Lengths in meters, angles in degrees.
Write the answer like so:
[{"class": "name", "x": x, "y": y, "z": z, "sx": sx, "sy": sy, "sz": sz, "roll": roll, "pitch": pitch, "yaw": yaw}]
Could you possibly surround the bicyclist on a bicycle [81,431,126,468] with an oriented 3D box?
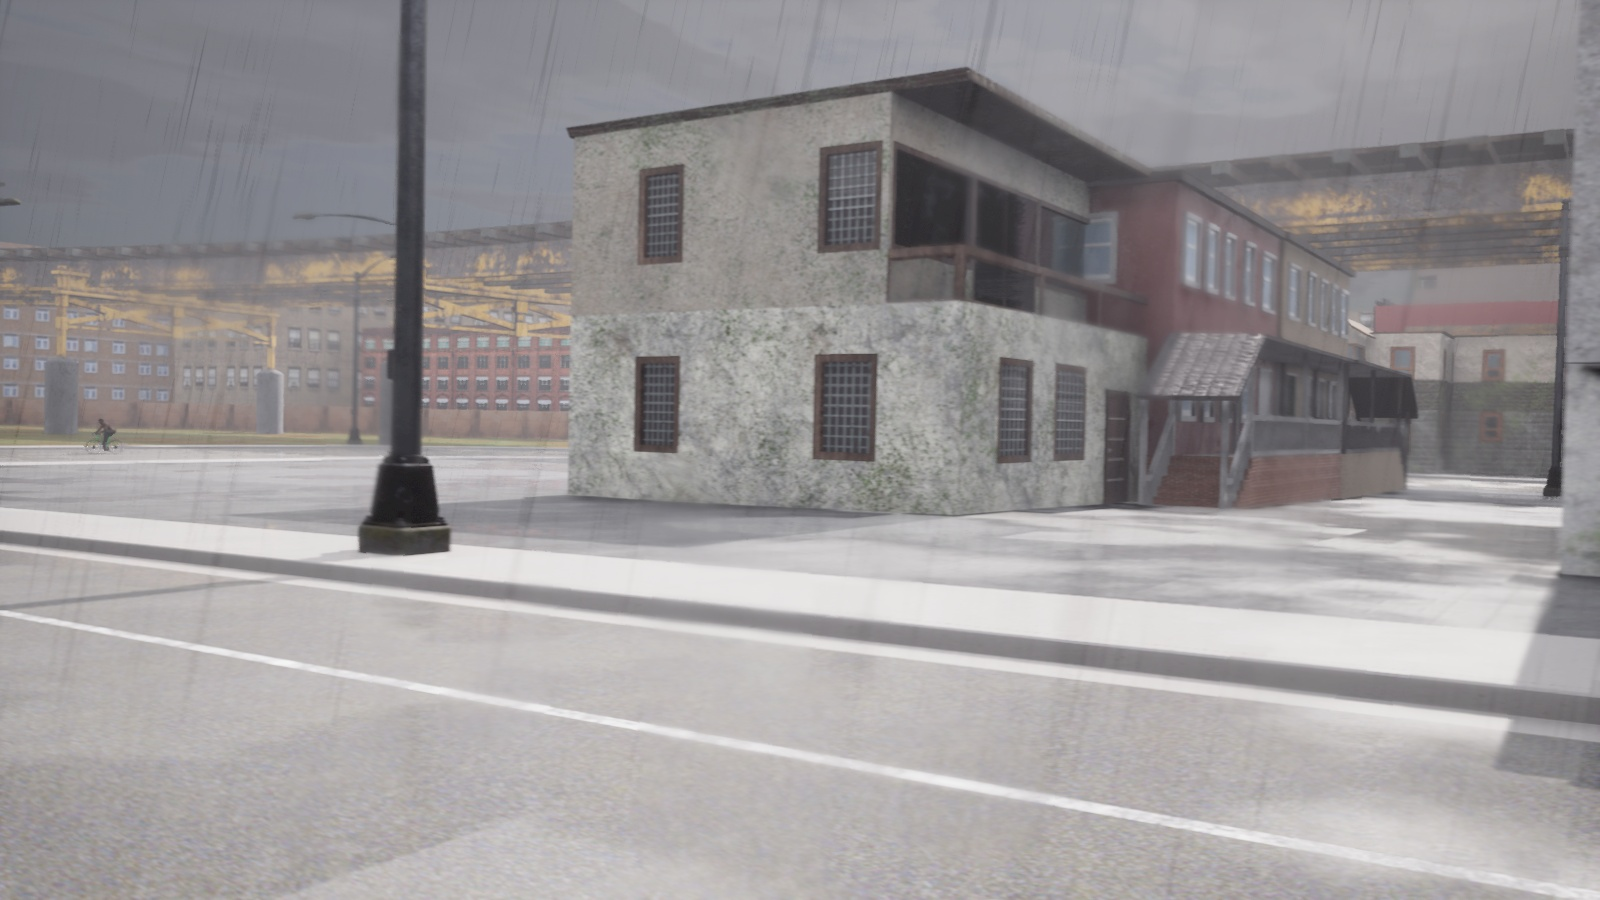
[{"class": "bicyclist on a bicycle", "x": -30.908, "y": -0.035, "z": 55.726, "sx": 0.582, "sy": 1.620, "sz": 1.656, "roll": 1, "pitch": 2, "yaw": 33}]
